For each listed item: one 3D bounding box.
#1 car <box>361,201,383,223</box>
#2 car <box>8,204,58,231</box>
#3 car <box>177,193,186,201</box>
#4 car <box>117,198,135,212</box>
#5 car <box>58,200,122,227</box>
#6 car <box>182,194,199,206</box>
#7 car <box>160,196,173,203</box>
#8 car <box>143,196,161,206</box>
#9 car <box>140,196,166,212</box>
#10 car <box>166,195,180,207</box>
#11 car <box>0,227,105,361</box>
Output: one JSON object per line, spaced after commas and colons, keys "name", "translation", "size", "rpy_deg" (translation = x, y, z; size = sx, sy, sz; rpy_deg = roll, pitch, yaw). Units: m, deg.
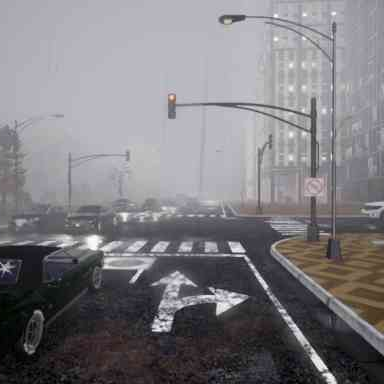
{"name": "car", "translation": [14.830, 1.059, 22.949], "size": [5.566, 2.045, 2.150], "rpy_deg": [0, 0, 5]}
{"name": "car", "translation": [-9.159, 1.484, 20.391], "size": [2.128, 1.511, 4.902], "rpy_deg": [0, 0, 3]}
{"name": "car", "translation": [-2.121, 1.220, 68.144], "size": [2.150, 2.045, 5.566], "rpy_deg": [0, 0, 5]}
{"name": "car", "translation": [-7.867, 1.495, 38.024], "size": [1.837, 1.490, 4.892], "rpy_deg": [0, 0, 5]}
{"name": "car", "translation": [-5.927, 1.492, 20.029], "size": [1.837, 1.490, 4.892], "rpy_deg": [0, 0, 3]}
{"name": "car", "translation": [0.090, 1.541, 53.605], "size": [2.033, 1.411, 5.357], "rpy_deg": [0, 0, 5]}
{"name": "car", "translation": [-5.308, 1.593, 69.009], "size": [1.895, 1.301, 4.718], "rpy_deg": [0, 0, 5]}
{"name": "car", "translation": [-6.532, 1.469, 54.698], "size": [1.882, 1.535, 5.008], "rpy_deg": [0, 0, 5]}
{"name": "car", "translation": [-4.597, 1.496, 38.153], "size": [1.837, 1.490, 4.892], "rpy_deg": [0, 0, 5]}
{"name": "car", "translation": [-3.462, 1.593, 52.372], "size": [1.895, 1.301, 4.718], "rpy_deg": [0, 0, 5]}
{"name": "car", "translation": [-3.043, 1.600, 5.946], "size": [1.895, 1.301, 4.718], "rpy_deg": [0, 0, 1]}
